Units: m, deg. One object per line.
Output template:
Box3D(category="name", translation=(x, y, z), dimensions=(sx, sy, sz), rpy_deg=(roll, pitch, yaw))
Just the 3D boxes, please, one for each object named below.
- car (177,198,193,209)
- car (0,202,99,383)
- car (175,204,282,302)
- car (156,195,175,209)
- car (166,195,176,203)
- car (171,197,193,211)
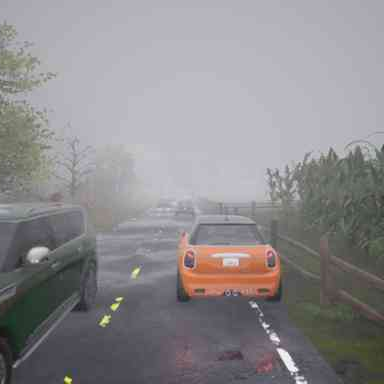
Box3D(category="car", translation=(-0.921, 1.530, 44.934), dimensions=(1.994, 1.385, 4.181), rpy_deg=(0, 0, -1))
Box3D(category="car", translation=(-2.954, 1.221, 4.762), dimensions=(2.150, 2.045, 5.566), rpy_deg=(0, 0, -1))
Box3D(category="car", translation=(0.716, 1.350, 8.437), dimensions=(2.097, 1.767, 4.553), rpy_deg=(0, 0, -1))
Box3D(category="car", translation=(-3.864, 1.511, 46.224), dimensions=(2.033, 1.411, 5.357), rpy_deg=(0, 0, -1))
Box3D(category="car", translation=(-4.281, 1.387, 69.754), dimensions=(1.882, 1.535, 5.008), rpy_deg=(0, 0, -1))
Box3D(category="car", translation=(-0.646, 1.530, 31.866), dimensions=(2.033, 1.411, 5.357), rpy_deg=(0, 0, -1))
